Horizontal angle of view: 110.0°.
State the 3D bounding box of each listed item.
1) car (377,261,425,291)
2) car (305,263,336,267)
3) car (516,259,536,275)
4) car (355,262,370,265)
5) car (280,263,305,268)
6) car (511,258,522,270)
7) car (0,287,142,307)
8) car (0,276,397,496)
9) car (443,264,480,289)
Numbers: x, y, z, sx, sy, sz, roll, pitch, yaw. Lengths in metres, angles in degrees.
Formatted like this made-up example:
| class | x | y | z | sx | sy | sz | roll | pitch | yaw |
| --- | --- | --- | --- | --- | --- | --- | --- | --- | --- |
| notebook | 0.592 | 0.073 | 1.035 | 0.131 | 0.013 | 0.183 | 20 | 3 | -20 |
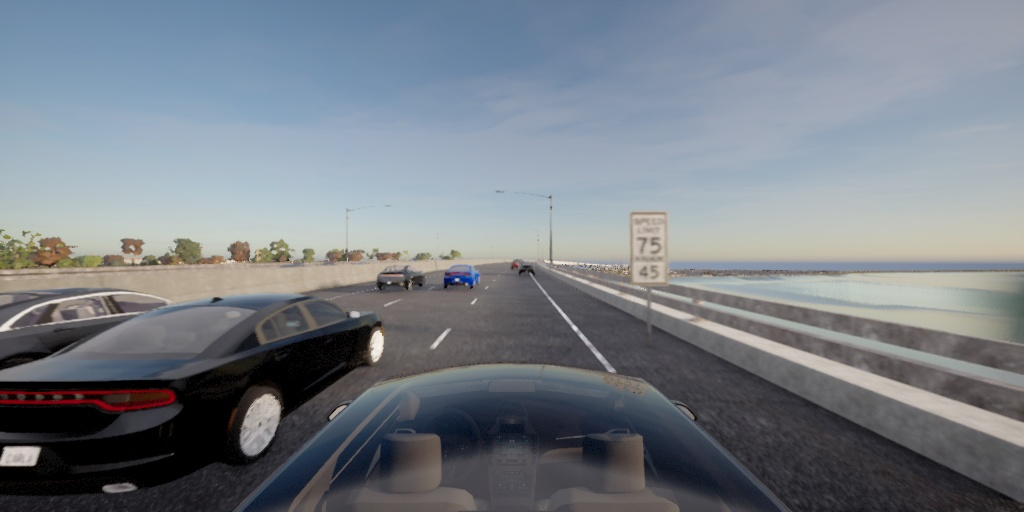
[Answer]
| class | x | y | z | sx | sy | sz | roll | pitch | yaw |
| --- | --- | --- | --- | --- | --- | --- | --- | --- | --- |
| car | -6.781 | 1.296 | 22.298 | 2.128 | 1.511 | 4.902 | 0 | 0 | 1 |
| car | -20.664 | 1.424 | 40.050 | 1.994 | 1.385 | 4.181 | 0 | 0 | 2 |
| car | 1.649 | 1.381 | 40.822 | 1.837 | 1.490 | 4.892 | 0 | 0 | 1 |
| car | -17.164 | 1.411 | 40.629 | 2.033 | 1.411 | 5.357 | 0 | 0 | 1 |
| car | -24.162 | 1.423 | 40.076 | 1.994 | 1.385 | 4.181 | 0 | 0 | 2 |
| car | 0.904 | 1.297 | 58.538 | 2.097 | 1.767 | 4.553 | 0 | 0 | 2 |
| car | -6.892 | 1.247 | 5.764 | 2.128 | 1.511 | 4.902 | 0 | 0 | 0 |
| car | -3.394 | 1.234 | 4.952 | 1.882 | 1.535 | 5.008 | 0 | 0 | 0 |
| car | -3.260 | 1.289 | 23.932 | 1.882 | 1.535 | 5.008 | 0 | 0 | 1 |
